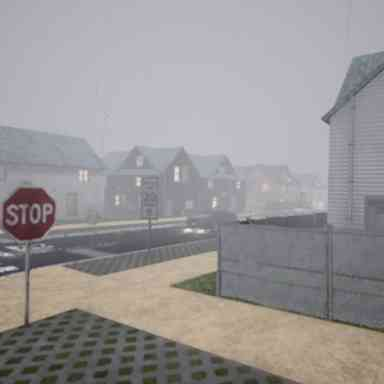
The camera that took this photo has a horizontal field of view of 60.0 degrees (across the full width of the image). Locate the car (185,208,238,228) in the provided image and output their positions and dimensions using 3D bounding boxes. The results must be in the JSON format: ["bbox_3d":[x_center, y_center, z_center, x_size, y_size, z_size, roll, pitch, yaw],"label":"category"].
[{"bbox_3d":[1.735,2.039,26.716,2.033,1.411,5.357,2,0,37],"label":"car"}]

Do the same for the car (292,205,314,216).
[{"bbox_3d":[14.822,2.508,44.213,1.812,1.442,4.674,2,-1,37],"label":"car"}]
